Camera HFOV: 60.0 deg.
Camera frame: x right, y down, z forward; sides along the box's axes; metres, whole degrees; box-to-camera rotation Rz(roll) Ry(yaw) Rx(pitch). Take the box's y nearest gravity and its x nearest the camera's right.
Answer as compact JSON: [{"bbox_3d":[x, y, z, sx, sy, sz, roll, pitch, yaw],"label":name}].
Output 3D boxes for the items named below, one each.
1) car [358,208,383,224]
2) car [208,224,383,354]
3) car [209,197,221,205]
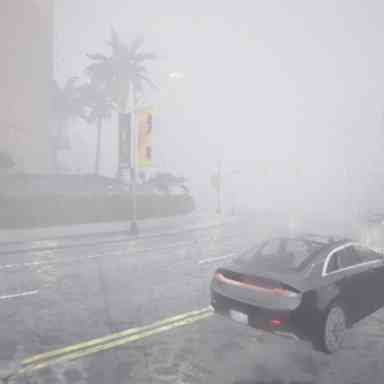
[{"bbox_3d":[14.492,1.931,26.283,1.895,1.301,4.718,0,-1,16],"label":"car"},{"bbox_3d":[2.454,1.569,6.324,4.902,1.511,2.128,1,-1,-42],"label":"car"},{"bbox_3d":[5.983,2.396,82.623,2.097,1.535,5.008,0,-1,-1],"label":"car"}]
